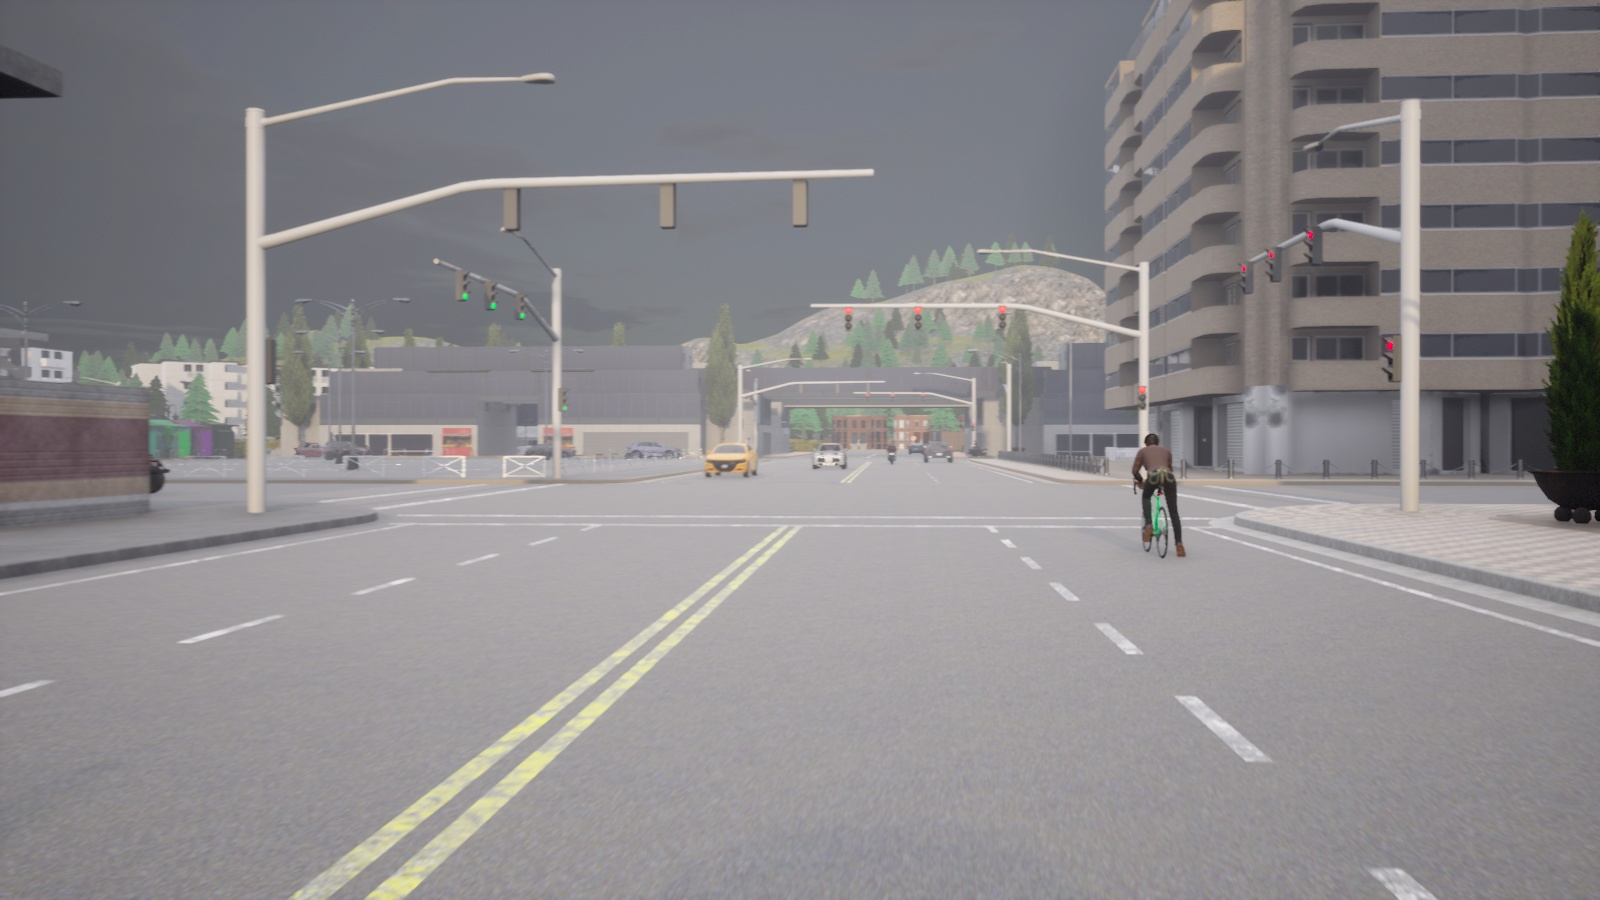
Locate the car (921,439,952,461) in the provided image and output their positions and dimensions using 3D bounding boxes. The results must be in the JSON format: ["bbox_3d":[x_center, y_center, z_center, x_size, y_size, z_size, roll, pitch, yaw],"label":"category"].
[{"bbox_3d":[10.325,-0.002,95.414,2.152,1.651,5.027,0,0,4],"label":"car"}]

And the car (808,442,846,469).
[{"bbox_3d":[1.583,0.310,71.410,1.970,1.475,3.806,0,0,4],"label":"car"}]

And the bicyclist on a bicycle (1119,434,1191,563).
[{"bbox_3d":[4.666,0.611,16.586,0.582,1.620,1.656,0,0,4],"label":"bicyclist on a bicycle"}]

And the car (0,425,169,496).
[{"bbox_3d":[-19.708,0.267,34.459,3.866,1.878,1.905,0,0,4],"label":"car"}]

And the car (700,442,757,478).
[{"bbox_3d":[-3.095,0.408,55.115,1.882,1.535,5.008,0,0,4],"label":"car"}]
